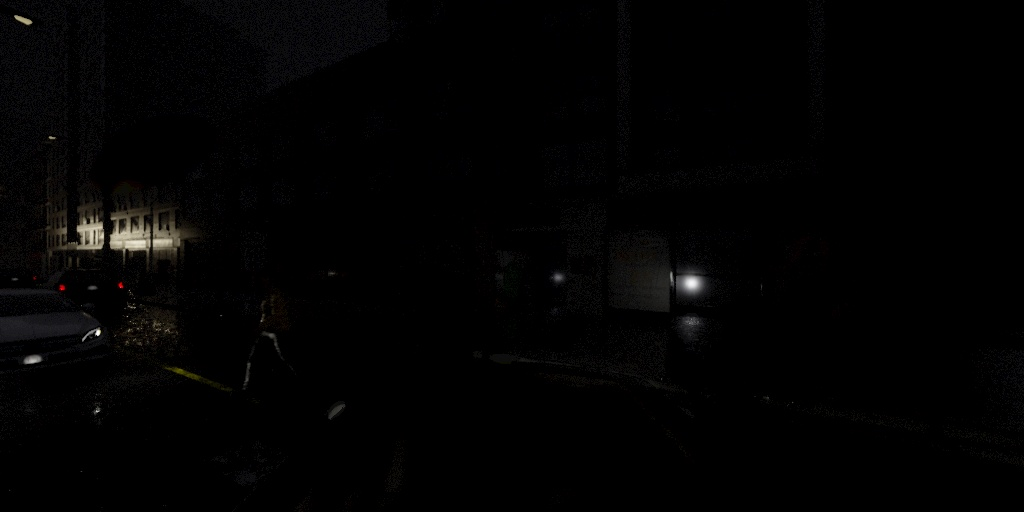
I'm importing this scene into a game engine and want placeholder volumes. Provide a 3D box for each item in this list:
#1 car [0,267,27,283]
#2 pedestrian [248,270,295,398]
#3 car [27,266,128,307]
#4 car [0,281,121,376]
[{"bbox_3d":[-34.690,1.594,24.782,4.553,1.767,2.097,-1,-1,30],"label":"car"},{"bbox_3d":[-3.473,1.076,5.181,0.375,1.860,0.375,0,0,30],"label":"pedestrian"},{"bbox_3d":[-18.709,1.333,15.513,4.553,1.767,2.097,-1,-1,30],"label":"car"},{"bbox_3d":[-9.429,1.354,6.721,4.674,1.442,1.812,-1,-1,30],"label":"car"}]
